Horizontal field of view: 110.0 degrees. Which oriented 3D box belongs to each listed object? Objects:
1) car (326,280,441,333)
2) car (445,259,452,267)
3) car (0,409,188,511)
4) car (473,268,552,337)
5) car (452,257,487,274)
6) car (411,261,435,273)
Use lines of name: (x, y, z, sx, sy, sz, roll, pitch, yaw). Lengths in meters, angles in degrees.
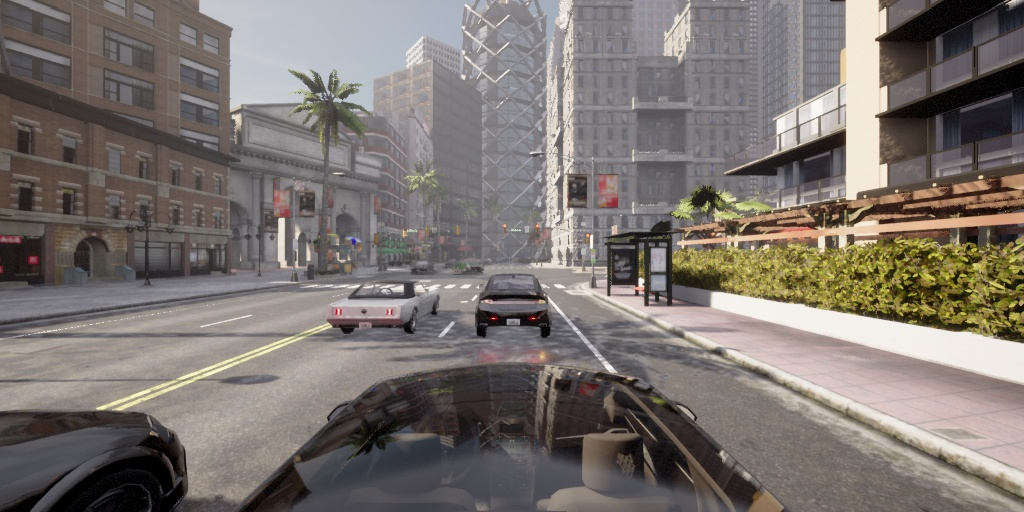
car: (-3.457, 1.351, 10.708, 1.895, 1.301, 4.718, 0, 0, 0)
car: (-10.681, 1.297, 64.373, 2.033, 1.411, 5.357, 0, 0, 0)
car: (-3.392, 1.314, 0.889, 1.994, 1.385, 4.181, 0, 0, 0)
car: (0.042, 1.242, 10.329, 2.128, 1.511, 4.902, 0, 0, 0)
car: (-5.026, 1.102, 42.030, 2.097, 1.767, 4.553, 0, 0, -26)
car: (-10.689, 1.298, 43.552, 2.033, 1.411, 5.357, 0, 0, 0)
